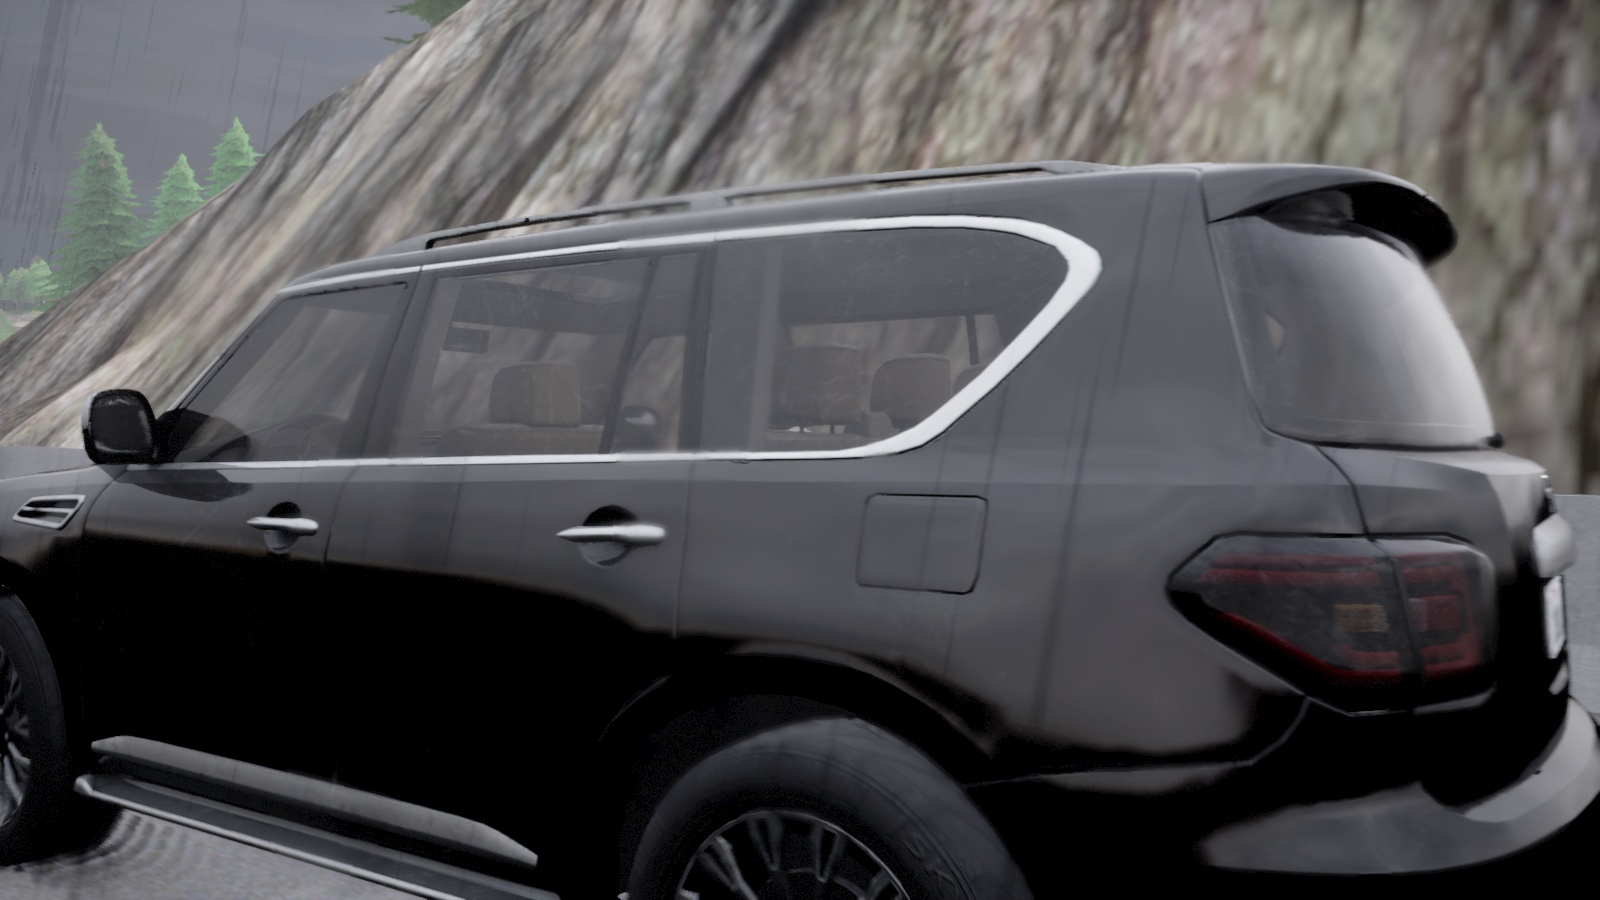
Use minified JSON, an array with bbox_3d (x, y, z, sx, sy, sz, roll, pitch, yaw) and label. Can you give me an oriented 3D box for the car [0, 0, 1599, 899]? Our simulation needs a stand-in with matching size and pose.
[{"bbox_3d":[-0.637,0.403,4.058,5.566,2.045,2.150,0,1,34],"label":"car"}]
